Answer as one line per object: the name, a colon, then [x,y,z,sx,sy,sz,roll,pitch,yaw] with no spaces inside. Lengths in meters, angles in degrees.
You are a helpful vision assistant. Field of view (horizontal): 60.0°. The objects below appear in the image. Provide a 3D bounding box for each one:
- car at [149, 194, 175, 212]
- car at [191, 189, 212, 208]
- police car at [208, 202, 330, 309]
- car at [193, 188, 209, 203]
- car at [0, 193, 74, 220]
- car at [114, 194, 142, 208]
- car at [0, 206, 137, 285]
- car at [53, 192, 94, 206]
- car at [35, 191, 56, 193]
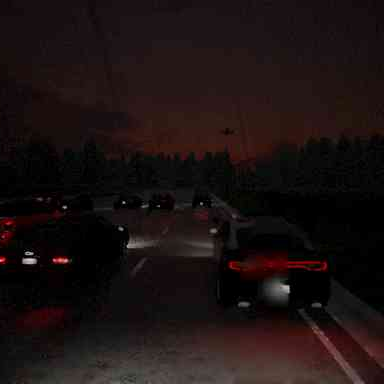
car: [-2.590,0.877,29.110,2.128,1.511,4.902,0,1,2]
car: [0.982,0.798,33.638,1.837,1.490,4.892,0,1,2]
police car: [1.475,1.260,7.779,1.930,1.638,5.238,0,1,2]
car: [1.231,0.415,44.584,2.097,1.767,4.553,0,1,2]
car: [-6.524,1.081,12.624,2.097,1.767,4.553,0,1,1]
car: [-6.024,0.894,31.656,1.994,1.385,4.181,0,1,2]
car: [-3.118,1.353,9.037,2.033,1.411,5.357,0,1,2]
car: [-9.630,0.938,27.665,1.812,1.442,4.674,0,1,1]
car: [-13.051,0.699,30.701,2.097,1.767,4.553,0,1,1]
